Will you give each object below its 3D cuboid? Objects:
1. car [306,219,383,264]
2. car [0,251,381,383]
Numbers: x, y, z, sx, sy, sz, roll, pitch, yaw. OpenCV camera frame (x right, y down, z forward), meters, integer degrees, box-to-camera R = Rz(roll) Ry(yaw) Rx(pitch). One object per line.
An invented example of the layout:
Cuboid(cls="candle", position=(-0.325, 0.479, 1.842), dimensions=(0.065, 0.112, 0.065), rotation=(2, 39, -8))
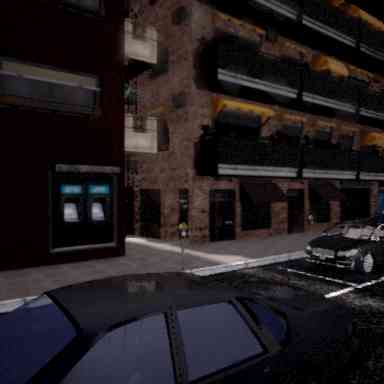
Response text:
Cuboid(cls="car", position=(5.353, 1.557, 10.378), dimensions=(4.403, 1.369, 2.008), rotation=(0, 0, -35))
Cuboid(cls="car", position=(-0.633, 1.549, 2.928), dimensions=(5.357, 1.411, 2.033), rotation=(0, 0, -36))
